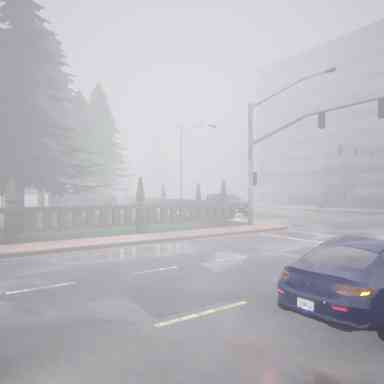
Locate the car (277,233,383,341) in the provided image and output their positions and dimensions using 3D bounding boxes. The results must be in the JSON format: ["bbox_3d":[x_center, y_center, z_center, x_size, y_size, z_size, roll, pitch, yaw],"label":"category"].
[{"bbox_3d":[3.594,1.526,6.333,4.674,1.442,1.812,0,0,-35],"label":"car"}]

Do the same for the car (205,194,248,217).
[{"bbox_3d":[3.293,1.166,31.329,2.150,2.045,5.566,0,0,-32],"label":"car"}]

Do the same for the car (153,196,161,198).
[{"bbox_3d":[-5.460,1.437,52.247,2.128,1.511,4.902,0,0,-7],"label":"car"}]
